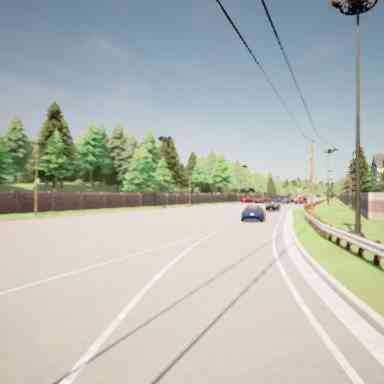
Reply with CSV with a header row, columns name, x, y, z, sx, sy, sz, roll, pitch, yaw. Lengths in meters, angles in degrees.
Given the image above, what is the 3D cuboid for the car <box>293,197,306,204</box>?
name,x,y,z,sx,sy,sz,roll,pitch,yaw
car,28.397,2.593,88.251,1.994,1.385,4.181,0,-1,23

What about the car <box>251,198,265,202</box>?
name,x,y,z,sx,sy,sz,roll,pitch,yaw
car,18.738,2.392,92.368,2.097,1.767,4.553,0,-1,23

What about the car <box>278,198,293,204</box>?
name,x,y,z,sx,sy,sz,roll,pitch,yaw
car,25.017,2.574,89.249,2.033,1.411,5.357,0,-1,23

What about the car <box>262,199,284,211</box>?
name,x,y,z,sx,sy,sz,roll,pitch,yaw
car,12.278,2.179,50.200,1.895,1.301,4.718,0,-1,22

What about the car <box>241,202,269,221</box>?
name,x,y,z,sx,sy,sz,roll,pitch,yaw
car,5.744,1.911,30.872,1.994,1.385,4.181,0,-1,15

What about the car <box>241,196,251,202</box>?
name,x,y,z,sx,sy,sz,roll,pitch,yaw
car,15.382,2.256,93.423,2.150,2.045,5.566,0,-1,23
